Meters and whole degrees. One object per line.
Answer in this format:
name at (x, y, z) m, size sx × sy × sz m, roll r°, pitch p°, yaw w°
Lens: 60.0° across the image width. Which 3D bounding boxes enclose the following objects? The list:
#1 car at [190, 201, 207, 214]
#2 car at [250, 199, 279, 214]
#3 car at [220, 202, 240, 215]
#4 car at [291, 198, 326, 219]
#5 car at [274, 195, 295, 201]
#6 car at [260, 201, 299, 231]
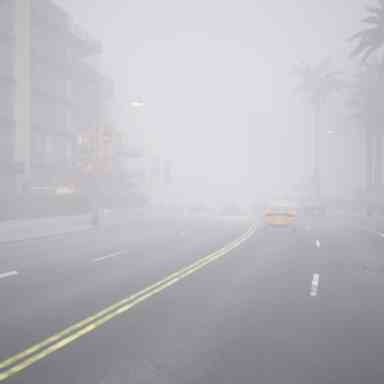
car at (0.749, 1.736, 38.796) m, size 2.033 × 1.411 × 5.357 m, roll 0°, pitch 0°, yaw 0°
car at (7.859, 1.724, 37.815) m, size 2.033 × 1.411 × 5.357 m, roll 0°, pitch 0°, yaw 0°
car at (4.172, 1.777, 37.052) m, size 1.895 × 1.301 × 4.718 m, roll 0°, pitch 0°, yaw 2°
car at (10.974, 1.618, 31.130) m, size 1.882 × 1.535 × 5.008 m, roll 0°, pitch 0°, yaw 6°
car at (11.396, 1.413, 41.598) m, size 2.150 × 2.045 × 5.566 m, roll 0°, pitch 0°, yaw -1°
car at (5.657, 1.577, 21.471) m, size 1.882 × 1.535 × 5.008 m, roll 0°, pitch -1°, yaw 15°
